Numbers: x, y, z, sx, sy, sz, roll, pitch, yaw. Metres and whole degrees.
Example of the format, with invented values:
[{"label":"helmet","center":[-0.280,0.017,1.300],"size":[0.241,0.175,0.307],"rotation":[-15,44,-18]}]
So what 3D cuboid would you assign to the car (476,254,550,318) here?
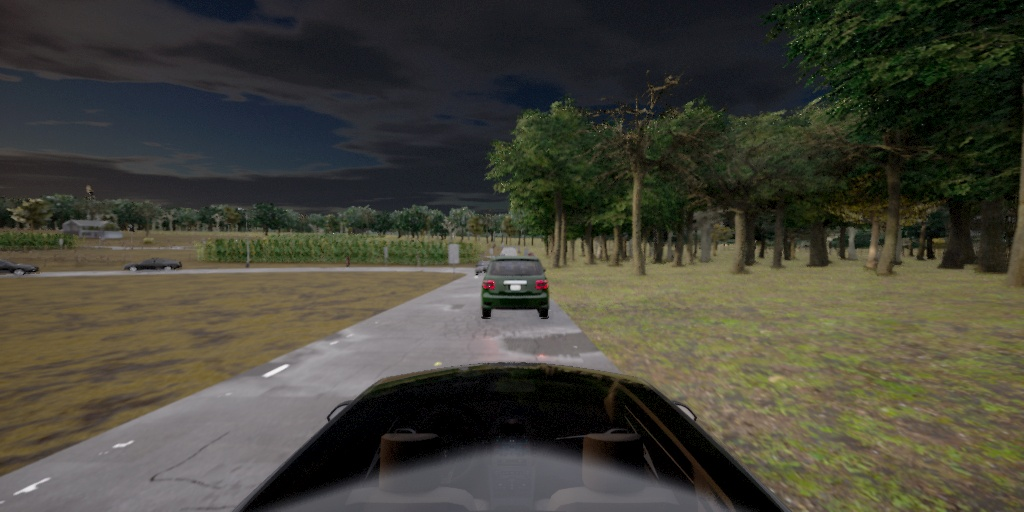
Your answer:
[{"label":"car","center":[0.103,1.000,13.190],"size":[2.150,2.045,5.566],"rotation":[0,0,0]}]

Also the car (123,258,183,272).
[{"label":"car","center":[-41.097,1.005,41.143],"size":[4.892,1.490,1.837],"rotation":[0,2,-31]}]

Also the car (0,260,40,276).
[{"label":"car","center":[-47.525,1.052,33.030],"size":[4.892,1.490,1.837],"rotation":[0,2,-41]}]

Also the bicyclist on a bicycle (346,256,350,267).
[{"label":"bicyclist on a bicycle","center":[-23.437,0.815,51.274],"size":[0.582,1.620,1.656],"rotation":[0,1,-11]}]
